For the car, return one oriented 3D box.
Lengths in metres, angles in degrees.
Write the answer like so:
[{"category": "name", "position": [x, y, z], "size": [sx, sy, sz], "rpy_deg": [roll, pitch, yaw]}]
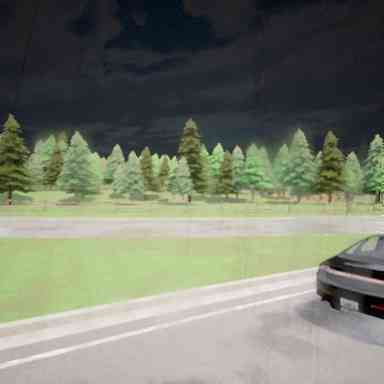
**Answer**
[{"category": "car", "position": [4.508, 1.569, 6.510], "size": [4.902, 1.511, 2.128], "rpy_deg": [1, 0, -32]}]
